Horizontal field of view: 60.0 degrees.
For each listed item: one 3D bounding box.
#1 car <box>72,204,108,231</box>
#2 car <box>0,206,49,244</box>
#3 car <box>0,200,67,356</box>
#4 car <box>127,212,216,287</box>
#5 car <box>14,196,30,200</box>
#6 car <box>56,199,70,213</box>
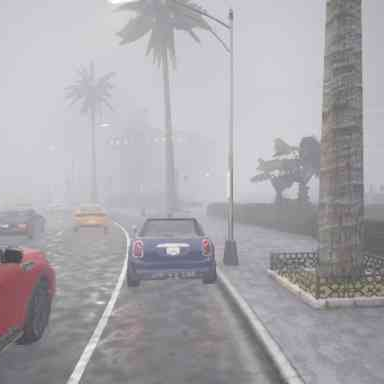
[{"bbox_3d":[-6.403,1.473,20.860,1.882,1.535,5.008,0,0,-19],"label":"car"},{"bbox_3d":[-8.784,1.541,16.971,2.033,1.411,5.357,0,0,-15],"label":"car"},{"bbox_3d":[-3.217,1.221,3.189,2.150,2.045,5.566,0,0,-4],"label":"car"},{"bbox_3d":[-0.703,1.352,9.627,2.097,1.767,4.553,0,0,-7],"label":"car"},{"bbox_3d":[-17.565,1.464,33.564,1.882,1.535,5.008,0,0,-40],"label":"car"},{"bbox_3d":[-14.326,1.514,35.134,1.812,1.442,4.674,0,0,-39],"label":"car"}]
